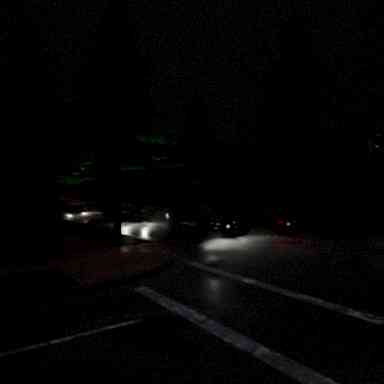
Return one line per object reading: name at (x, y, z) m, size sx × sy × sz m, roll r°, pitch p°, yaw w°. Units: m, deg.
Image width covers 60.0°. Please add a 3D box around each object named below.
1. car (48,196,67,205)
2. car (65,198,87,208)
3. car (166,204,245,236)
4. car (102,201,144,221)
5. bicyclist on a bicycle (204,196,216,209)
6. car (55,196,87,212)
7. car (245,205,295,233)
car at (-23.096, 1.422, 57.179) m, size 1.882 × 1.535 × 5.008 m, roll 0°, pitch 0°, yaw -36°
car at (-17.176, 1.545, 49.020) m, size 1.895 × 1.301 × 4.718 m, roll 0°, pitch 0°, yaw -35°
car at (0.362, 1.457, 18.315) m, size 1.837 × 1.490 × 4.892 m, roll 0°, pitch 0°, yaw -36°
car at (-5.602, 1.430, 26.623) m, size 1.882 × 1.535 × 5.008 m, roll 0°, pitch 0°, yaw -36°
bicyclist on a bicycle at (1.702, 1.230, 31.854) m, size 1.656 × 1.620 × 0.582 m, roll -1°, pitch 0°, yaw -36°
car at (-13.770, 1.430, 38.023) m, size 1.882 × 1.535 × 5.008 m, roll 0°, pitch 0°, yaw -36°
car at (3.845, 1.469, 19.366) m, size 1.812 × 1.442 × 4.674 m, roll 0°, pitch 0°, yaw -31°
